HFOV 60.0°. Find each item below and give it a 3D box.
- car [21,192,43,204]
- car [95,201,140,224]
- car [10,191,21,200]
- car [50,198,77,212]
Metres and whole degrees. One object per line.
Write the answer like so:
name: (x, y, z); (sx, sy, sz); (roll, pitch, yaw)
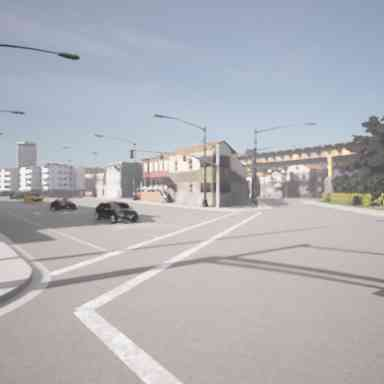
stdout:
car: (-23.513, 0.895, 49.396); (1.882, 1.535, 5.008); (0, 2, -36)
car: (-5.662, 1.451, 24.724); (1.837, 1.490, 4.892); (0, 2, -38)
car: (-32.557, 0.566, 62.010); (2.097, 1.767, 4.553); (0, 0, -36)
car: (-14.114, 1.377, 36.410); (1.994, 1.385, 4.181); (0, 1, -36)
